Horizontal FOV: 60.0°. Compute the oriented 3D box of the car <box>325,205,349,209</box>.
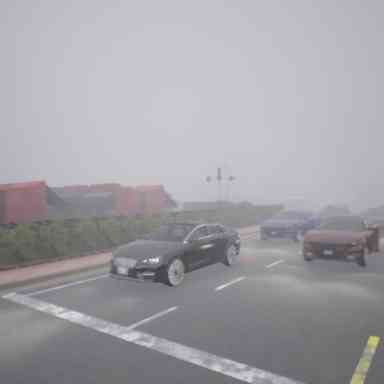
[{"bbox_3d":[11.114,1.736,25.715,2.128,1.511,4.902,-2,-1,36],"label":"car"}]

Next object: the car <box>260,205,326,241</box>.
[{"bbox_3d":[5.326,1.679,17.736,1.882,1.535,5.008,-2,-1,36],"label":"car"}]

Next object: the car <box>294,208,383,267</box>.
[{"bbox_3d":[5.583,1.570,12.126,1.882,1.535,5.008,-2,-1,36],"label":"car"}]

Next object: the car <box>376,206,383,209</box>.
[{"bbox_3d":[11.091,1.659,19.718,1.812,1.442,4.674,-2,-1,36],"label":"car"}]

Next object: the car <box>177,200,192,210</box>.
[{"bbox_3d":[-1.120,2.771,71.461,3.806,1.475,1.970,-2,-1,36],"label":"car"}]

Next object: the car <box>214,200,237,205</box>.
[{"bbox_3d":[4.358,2.092,53.353,4.605,1.855,1.932,-2,-1,36],"label":"car"}]

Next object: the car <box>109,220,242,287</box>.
[{"bbox_3d":[-0.246,1.651,10.043,2.128,1.511,4.902,-2,-1,36],"label":"car"}]

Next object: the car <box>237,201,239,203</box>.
[{"bbox_3d":[7.627,2.359,57.873,3.806,1.475,1.970,-2,-1,36],"label":"car"}]
